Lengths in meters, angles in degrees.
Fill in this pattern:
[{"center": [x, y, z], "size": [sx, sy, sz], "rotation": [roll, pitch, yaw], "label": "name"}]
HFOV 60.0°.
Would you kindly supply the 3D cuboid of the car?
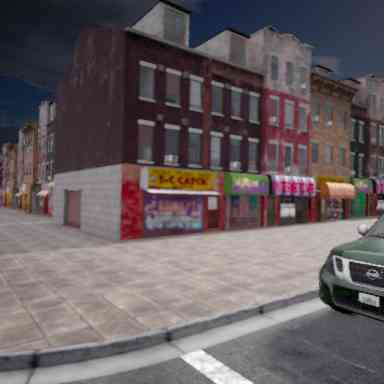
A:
[{"center": [4.866, 1.251, 6.536], "size": [5.566, 2.045, 2.150], "rotation": [0, 0, -36], "label": "car"}]
